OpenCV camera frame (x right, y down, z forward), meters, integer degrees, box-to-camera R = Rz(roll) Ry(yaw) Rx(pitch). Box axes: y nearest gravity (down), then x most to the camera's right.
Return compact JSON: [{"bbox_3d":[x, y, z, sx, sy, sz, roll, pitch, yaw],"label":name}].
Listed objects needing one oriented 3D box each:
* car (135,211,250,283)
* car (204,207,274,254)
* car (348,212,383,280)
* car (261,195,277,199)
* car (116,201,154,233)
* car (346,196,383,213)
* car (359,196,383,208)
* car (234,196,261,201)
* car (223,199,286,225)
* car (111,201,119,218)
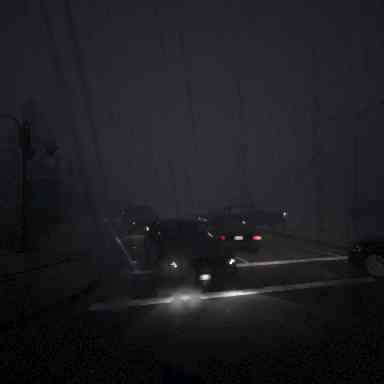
[{"bbox_3d":[-0.369,1.543,10.128,2.033,1.411,5.357,0,0,-15],"label":"car"},{"bbox_3d":[1.354,1.539,13.300,2.033,1.411,5.357,0,0,-4],"label":"car"},{"bbox_3d":[6.582,1.475,8.211,5.008,1.535,1.882,0,0,39],"label":"car"},{"bbox_3d":[10.294,1.277,47.147,2.152,1.636,5.027,0,0,-17],"label":"car"},{"bbox_3d":[-3.116,1.529,19.958,2.033,1.411,5.357,0,0,-17],"label":"car"},{"bbox_3d":[15.568,1.356,29.241,1.970,1.475,3.806,0,0,-17],"label":"car"},{"bbox_3d":[23.857,1.273,43.239,1.845,1.501,3.633,0,0,-17],"label":"car"},{"bbox_3d":[7.307,1.287,46.187,2.007,1.523,4.514,0,0,-17],"label":"car"},{"bbox_3d":[2.848,1.466,19.868,5.357,1.411,2.033,-3,1,-17],"label":"car"},{"bbox_3d":[-6.290,1.515,30.106,2.033,1.411,5.357,0,0,-17],"label":"car"}]
